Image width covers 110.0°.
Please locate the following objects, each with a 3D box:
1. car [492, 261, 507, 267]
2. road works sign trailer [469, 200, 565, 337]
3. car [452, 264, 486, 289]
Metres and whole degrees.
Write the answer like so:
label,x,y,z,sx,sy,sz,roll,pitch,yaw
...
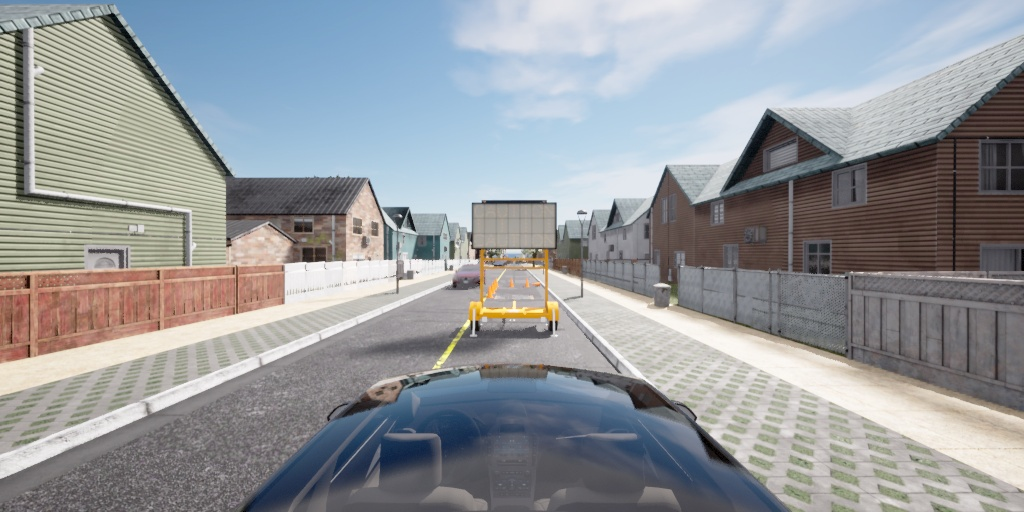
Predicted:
label,x,y,z,sx,sy,sz,roll,pitch,yaw
car,-2.414,1.515,63.908,2.033,1.411,5.357,0,0,1
road works sign trailer,0.063,0.214,10.276,2.380,3.560,2.880,0,0,1
car,-2.709,1.293,23.577,1.812,1.442,4.674,0,0,0
